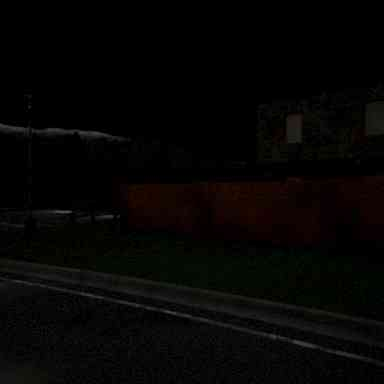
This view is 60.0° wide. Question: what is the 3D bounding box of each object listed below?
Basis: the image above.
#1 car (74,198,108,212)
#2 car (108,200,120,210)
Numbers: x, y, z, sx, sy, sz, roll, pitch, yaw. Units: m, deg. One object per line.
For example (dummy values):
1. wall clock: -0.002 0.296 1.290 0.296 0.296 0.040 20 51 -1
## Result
1. car: -10.988 1.380 37.631 1.812 1.442 4.674 0 0 39
2. car: -5.489 1.339 33.304 1.882 1.535 5.008 0 0 39
